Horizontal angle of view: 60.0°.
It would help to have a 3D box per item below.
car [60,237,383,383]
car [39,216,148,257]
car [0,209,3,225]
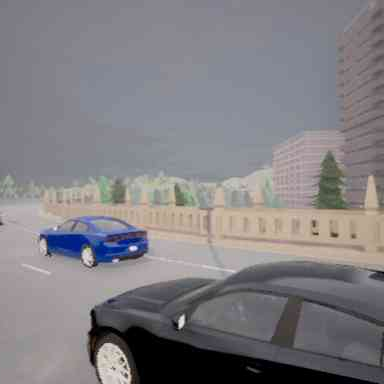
[{"bbox_3d":[0.982,1.491,3.407,5.008,1.535,1.882,-1,0,36],"label":"car"},{"bbox_3d":[-3.629,1.582,11.789,5.008,1.535,1.882,0,0,42],"label":"car"},{"bbox_3d":[-16.216,1.775,26.259,1.882,1.535,5.008,0,0,-35],"label":"car"}]
